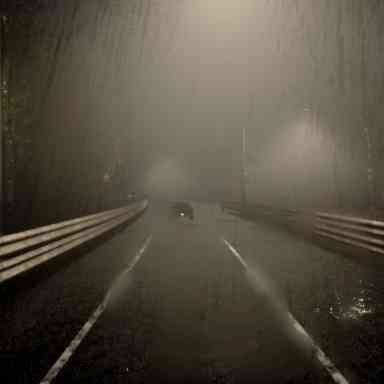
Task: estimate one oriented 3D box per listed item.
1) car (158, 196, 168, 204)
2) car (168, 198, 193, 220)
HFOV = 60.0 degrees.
[{"bbox_3d":[-5.373,1.535,64.040,1.812,1.442,4.674,0,0,-10],"label":"car"},{"bbox_3d":[-0.937,1.510,28.562,1.837,1.490,4.892,0,0,-4],"label":"car"}]
